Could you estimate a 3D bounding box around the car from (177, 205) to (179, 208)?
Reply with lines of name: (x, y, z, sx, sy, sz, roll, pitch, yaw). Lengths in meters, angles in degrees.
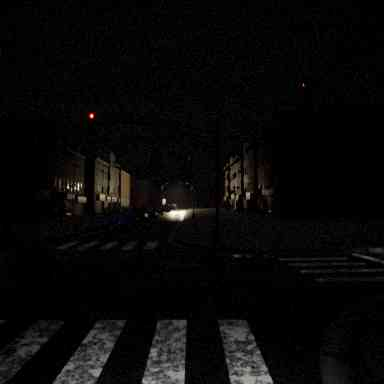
car: (-5.556, 4.040, 90.880, 2.192, 1.841, 5.009, 1, -2, 0)

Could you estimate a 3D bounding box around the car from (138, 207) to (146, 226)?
car: (-5.404, 2.210, 27.728, 2.008, 1.369, 4.403, 2, -2, 0)

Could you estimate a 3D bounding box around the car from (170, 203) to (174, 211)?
car: (-5.506, 3.417, 69.729, 1.967, 1.590, 4.097, 1, -2, 0)

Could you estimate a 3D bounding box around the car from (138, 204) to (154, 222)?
car: (-5.409, 2.120, 32.718, 2.192, 1.841, 5.009, 2, -2, 0)

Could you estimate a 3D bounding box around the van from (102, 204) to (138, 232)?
van: (-5.390, 1.905, 24.415, 1.690, 1.788, 3.998, 2, -2, 0)

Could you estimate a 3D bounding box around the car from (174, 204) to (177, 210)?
car: (-5.548, 4.084, 85.587, 2.008, 1.369, 4.403, 1, -2, 0)

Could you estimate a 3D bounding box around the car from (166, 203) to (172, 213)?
car: (-5.495, 3.343, 64.438, 1.887, 1.381, 4.507, 1, -2, 0)

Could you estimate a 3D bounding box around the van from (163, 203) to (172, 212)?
van: (-5.517, 3.500, 75.019, 1.690, 1.788, 3.998, 1, -2, 0)

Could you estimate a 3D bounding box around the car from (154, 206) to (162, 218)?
car: (-5.442, 2.666, 43.287, 1.887, 1.381, 4.507, 2, -2, 0)

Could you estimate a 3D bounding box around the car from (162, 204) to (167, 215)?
car: (-5.470, 3.034, 53.862, 1.802, 1.307, 4.206, 2, -2, 0)
